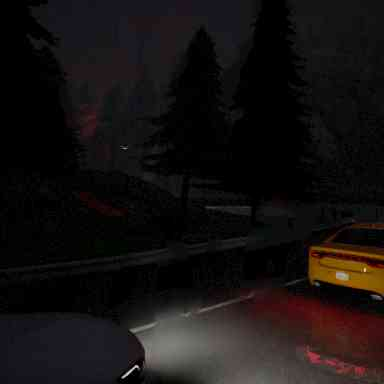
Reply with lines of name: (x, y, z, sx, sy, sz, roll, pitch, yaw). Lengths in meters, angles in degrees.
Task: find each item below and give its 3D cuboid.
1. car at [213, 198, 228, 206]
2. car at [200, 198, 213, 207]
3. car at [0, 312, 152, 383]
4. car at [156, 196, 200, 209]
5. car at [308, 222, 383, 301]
car: (3.279, 1.569, 52.268, 4.718, 1.301, 1.895, 0, 0, 34)
car: (-0.056, 1.509, 50.310, 5.357, 1.411, 2.033, 0, 0, 35)
car: (-2.523, 1.526, 2.208, 4.674, 1.442, 1.812, 0, 0, -36)
car: (-2.050, 1.509, 47.432, 5.357, 1.411, 2.033, 0, 0, 35)
car: (4.749, 1.478, 8.075, 5.008, 1.535, 1.882, 0, 0, -42)
